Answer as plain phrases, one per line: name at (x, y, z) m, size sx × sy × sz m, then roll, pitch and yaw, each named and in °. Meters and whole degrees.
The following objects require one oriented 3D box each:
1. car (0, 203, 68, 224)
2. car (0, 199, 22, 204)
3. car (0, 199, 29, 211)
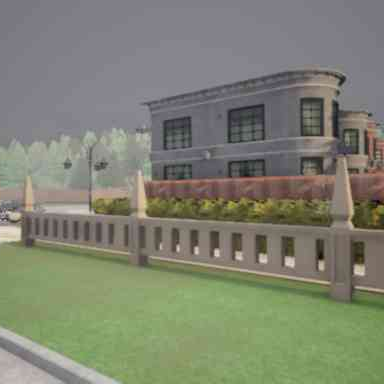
car at (-12.004, 1.733, 25.712) m, size 1.895 × 1.301 × 4.718 m, roll 0°, pitch 0°, yaw 38°
car at (-20.873, 1.565, 39.059) m, size 2.097 × 1.767 × 4.553 m, roll 0°, pitch 0°, yaw 36°
car at (-25.060, 1.741, 45.183) m, size 2.128 × 1.511 × 4.902 m, roll 0°, pitch 0°, yaw 36°
